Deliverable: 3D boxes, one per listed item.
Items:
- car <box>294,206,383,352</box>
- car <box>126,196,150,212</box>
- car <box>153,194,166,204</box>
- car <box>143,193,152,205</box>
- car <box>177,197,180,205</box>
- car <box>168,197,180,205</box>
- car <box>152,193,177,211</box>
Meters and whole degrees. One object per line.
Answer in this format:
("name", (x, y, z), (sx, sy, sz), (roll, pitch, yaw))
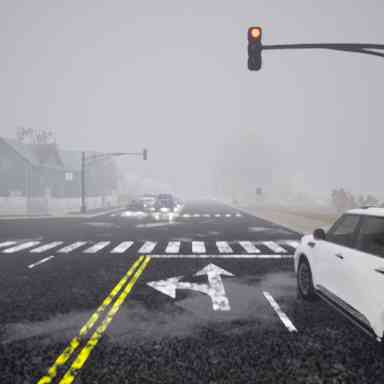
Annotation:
("car", (3.362, 1.219, 5.124), (2.150, 2.045, 5.566), (0, 0, 0))
("car", (-6.491, 1.559, 39.233), (1.994, 1.385, 4.181), (0, 0, 0))
("car", (-6.371, 1.368, 65.015), (2.097, 1.767, 4.553), (0, 0, 1))
("car", (-6.458, 1.224, 50.578), (2.150, 2.045, 5.566), (0, 0, 0))
("car", (-3.213, 1.603, 50.268), (1.895, 1.301, 4.718), (0, 0, 0))
("car", (-3.168, 1.611, 60.359), (1.895, 1.301, 4.718), (0, 0, 0))
("car", (-3.258, 1.217, 40.285), (2.150, 2.045, 5.566), (0, 0, -2))
